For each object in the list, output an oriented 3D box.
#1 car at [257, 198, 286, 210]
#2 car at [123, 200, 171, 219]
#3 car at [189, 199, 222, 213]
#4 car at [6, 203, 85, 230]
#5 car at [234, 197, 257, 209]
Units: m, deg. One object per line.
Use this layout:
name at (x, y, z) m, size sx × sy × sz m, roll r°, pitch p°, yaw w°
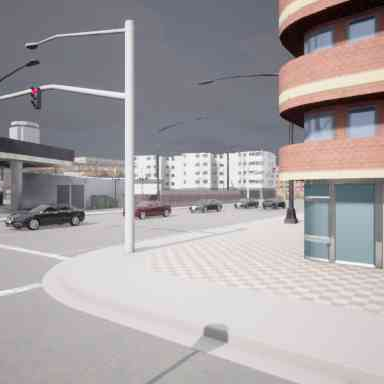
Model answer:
car at (10.822, 1.491, 43.734) m, size 2.128 × 1.511 × 4.902 m, roll 0°, pitch 0°, yaw 35°
car at (-3.838, 1.478, 28.991) m, size 1.882 × 1.535 × 5.008 m, roll 0°, pitch 0°, yaw 34°
car at (1.581, 1.491, 36.838) m, size 2.128 × 1.511 × 4.902 m, roll 0°, pitch 0°, yaw 35°
car at (-9.163, 1.505, 21.211) m, size 1.837 × 1.490 × 4.892 m, roll 0°, pitch 0°, yaw 34°
car at (7.490, 1.491, 45.364) m, size 2.128 × 1.511 × 4.902 m, roll 0°, pitch 0°, yaw 35°
